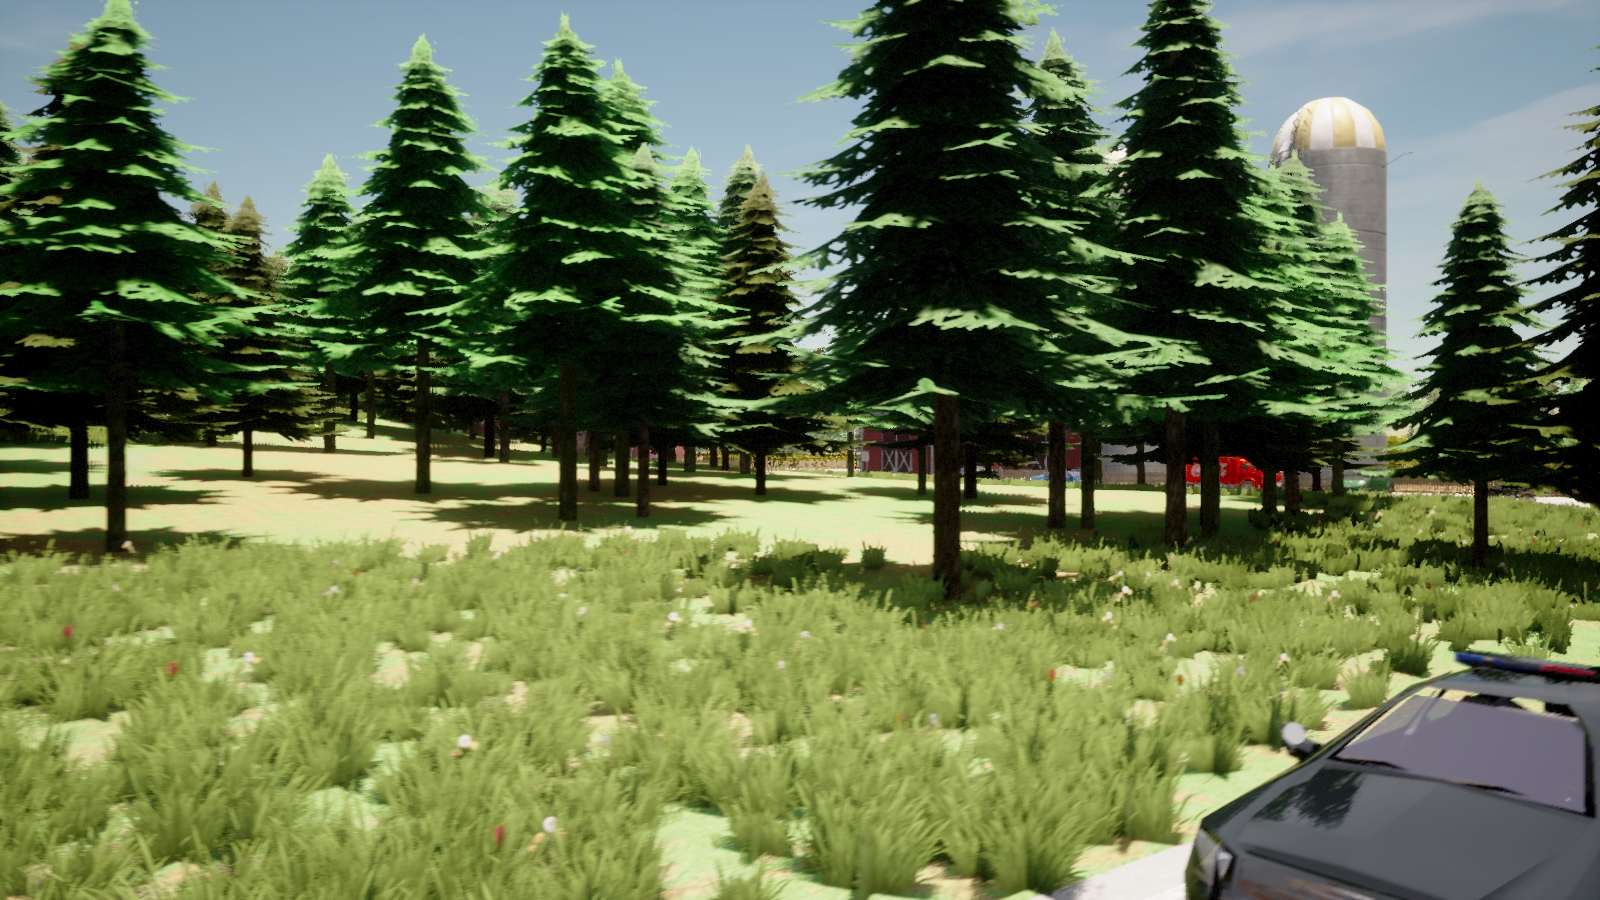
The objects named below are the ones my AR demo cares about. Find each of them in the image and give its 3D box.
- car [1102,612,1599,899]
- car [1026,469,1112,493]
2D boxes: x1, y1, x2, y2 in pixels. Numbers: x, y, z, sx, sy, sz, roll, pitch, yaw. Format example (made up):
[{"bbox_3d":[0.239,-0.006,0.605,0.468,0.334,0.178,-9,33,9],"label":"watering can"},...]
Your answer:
[{"bbox_3d":[4.147,2.038,6.601,4.974,1.542,2.038,0,0,-38],"label":"car"},{"bbox_3d":[17.483,1.979,74.523,2.033,1.411,5.357,0,0,-37],"label":"car"}]
